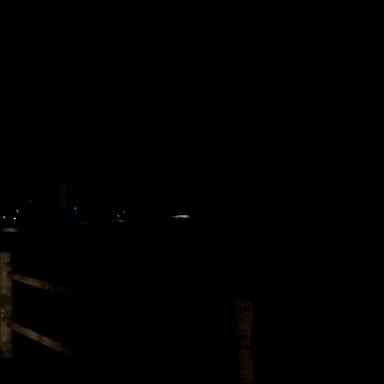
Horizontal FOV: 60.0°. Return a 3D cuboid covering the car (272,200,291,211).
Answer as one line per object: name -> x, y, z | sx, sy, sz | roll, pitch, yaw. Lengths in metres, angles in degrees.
car -> 15.982, 2.339, 59.204 | 2.097, 1.767, 4.553 | -1, -1, 38

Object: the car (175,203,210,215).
car -> 0.178, 2.174, 42.575 | 2.033, 1.411, 5.357 | -1, -1, 37

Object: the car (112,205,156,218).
car -> -5.906, 2.055, 34.287 | 1.895, 1.301, 4.718 | -1, -1, 36

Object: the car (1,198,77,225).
car -> -11.831, 1.507, 26.195 | 2.150, 2.045, 5.566 | -1, -1, 36
